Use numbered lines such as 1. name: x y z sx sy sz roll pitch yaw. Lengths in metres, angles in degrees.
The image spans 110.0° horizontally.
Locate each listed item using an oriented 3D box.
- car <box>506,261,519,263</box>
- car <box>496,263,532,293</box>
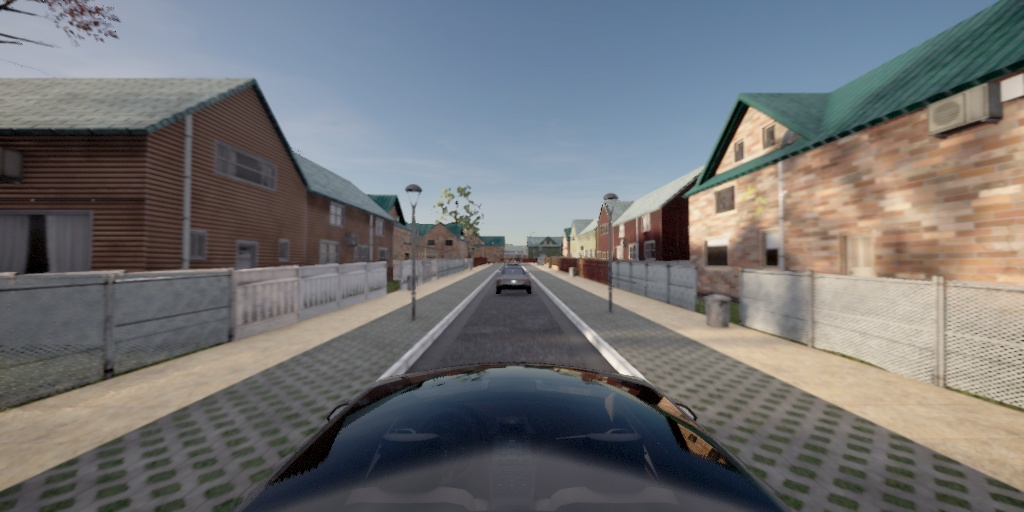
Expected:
1. car: 0.089 1.253 37.984 2.128 1.511 4.902 0 0 0
2. car: 0.095 1.320 20.849 1.994 1.385 4.181 0 0 0
